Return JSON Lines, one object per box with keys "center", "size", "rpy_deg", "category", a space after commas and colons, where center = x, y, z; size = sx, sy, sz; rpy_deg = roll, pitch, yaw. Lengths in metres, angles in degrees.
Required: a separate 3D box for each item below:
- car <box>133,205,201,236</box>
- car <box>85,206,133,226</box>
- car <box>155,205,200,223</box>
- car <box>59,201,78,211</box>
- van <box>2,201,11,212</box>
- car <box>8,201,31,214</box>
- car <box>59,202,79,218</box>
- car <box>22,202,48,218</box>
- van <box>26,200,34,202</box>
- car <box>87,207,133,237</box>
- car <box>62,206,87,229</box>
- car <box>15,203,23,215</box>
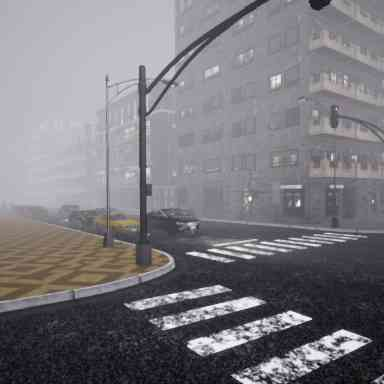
{"center": [-1.397, 1.775, 20.663], "size": [2.128, 1.511, 4.902], "rpy_deg": [-1, -1, -36], "category": "car"}
{"center": [-7.255, 1.994, 28.635], "size": [2.033, 1.411, 5.357], "rpy_deg": [-1, -1, -37], "category": "car"}
{"center": [-1.424, 1.915, 30.461], "size": [2.008, 1.369, 4.403], "rpy_deg": [-2, 0, -36], "category": "car"}
{"center": [-21.515, 2.366, 57.797], "size": [1.967, 1.590, 4.097], "rpy_deg": [-2, 0, -36], "category": "car"}
{"center": [-31.618, 2.433, 57.390], "size": [1.690, 1.788, 3.998], "rpy_deg": [-2, 0, -36], "category": "van"}
{"center": [-24.915, 2.449, 48.278], "size": [1.887, 1.381, 4.507], "rpy_deg": [-2, 0, -36], "category": "car"}
{"center": [-13.277, 2.121, 36.853], "size": [1.837, 1.490, 4.892], "rpy_deg": [-1, -1, -36], "category": "car"}
{"center": [-18.219, 2.262, 39.166], "size": [1.887, 1.381, 4.507], "rpy_deg": [-2, 0, -36], "category": "car"}
{"center": [-41.607, 2.831, 85.133], "size": [1.690, 1.788, 3.998], "rpy_deg": [-2, 0, -36], "category": "van"}
{"center": [-4.728, 1.865, 20.805], "size": [1.752, 1.417, 4.829], "rpy_deg": [-2, 0, -36], "category": "car"}
{"center": [-8.175, 2.002, 25.498], "size": [1.947, 1.339, 4.313], "rpy_deg": [-2, 0, -36], "category": "car"}
{"center": [-21.566, 2.392, 43.722], "size": [1.802, 1.307, 4.206], "rpy_deg": [-2, 0, -36], "category": "car"}
